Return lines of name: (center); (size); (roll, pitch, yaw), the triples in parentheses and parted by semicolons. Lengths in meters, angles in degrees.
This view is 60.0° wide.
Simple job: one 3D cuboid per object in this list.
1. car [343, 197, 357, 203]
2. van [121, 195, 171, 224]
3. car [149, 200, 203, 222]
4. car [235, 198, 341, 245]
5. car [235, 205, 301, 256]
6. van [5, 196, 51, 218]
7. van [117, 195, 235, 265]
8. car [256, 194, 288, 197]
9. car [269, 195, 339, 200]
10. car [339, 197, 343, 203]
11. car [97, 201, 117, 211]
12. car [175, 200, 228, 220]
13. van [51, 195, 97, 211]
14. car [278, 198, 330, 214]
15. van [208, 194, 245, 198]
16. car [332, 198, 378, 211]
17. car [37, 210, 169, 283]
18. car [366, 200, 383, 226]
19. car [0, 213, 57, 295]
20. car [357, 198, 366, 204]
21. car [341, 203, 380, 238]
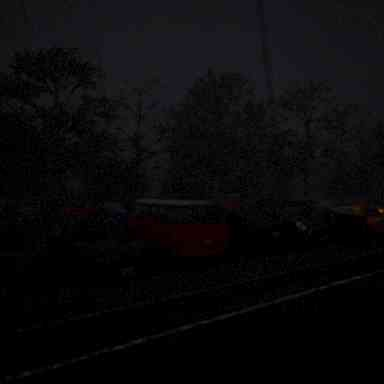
car: (16.647, 1.535, 39.976); (2.163, 1.488, 4.792); (0, 0, -35)
van: (-3.616, 1.217, 25.493); (1.878, 1.987, 4.442); (0, 0, -36)
car: (-1.451, 1.466, 27.199); (2.163, 1.488, 4.792); (0, 0, -35)
car: (3.812, 1.319, 14.897); (2.185, 1.767, 4.553); (0, 0, -35)
car: (1.552, 1.485, 13.290); (2.163, 1.488, 4.792); (0, 0, -35)
van: (-10.400, 1.253, 20.666); (1.878, 1.987, 4.442); (0, 0, -35)
van: (-0.763, 1.242, 11.753); (1.878, 1.987, 4.442); (0, 0, -35)
car: (7.580, 1.210, 33.610); (2.435, 2.045, 5.566); (0, 0, -35)
car: (7.820, 1.313, 23.149); (4.553, 1.767, 2.097); (0, 0, -35)
car: (14.372, 1.535, 38.394); (2.002, 1.452, 4.674); (0, 0, -35)
car: (-5.952, 1.453, 23.973); (2.097, 1.535, 5.008); (0, 0, -35)
car: (0.701, 1.465, 28.727); (2.163, 1.488, 4.792); (0, 0, -35)
van: (-8.276, 1.240, 22.460); (1.878, 1.987, 4.442); (0, 0, -35)
car: (12.220, 1.480, 36.642); (1.946, 1.575, 5.366); (0, 0, -35)
van: (2.911, 1.215, 30.403); (1.878, 1.987, 4.442); (0, 0, -35)
car: (21.049, 1.527, 43.132); (2.097, 1.535, 5.008); (0, 0, -35)
car: (-2.942, 1.511, 10.028); (2.163, 1.488, 4.792); (0, 0, -35)
car: (15.249, 1.460, 22.752); (1.946, 1.575, 5.366); (0, 0, -35)
car: (-5.205, 1.524, 8.421); (2.163, 1.488, 4.792); (0, 0, -35)
car: (18.769, 1.391, 41.558); (2.185, 1.767, 4.553); (0, 0, -35)
car: (6.100, 1.439, 16.476); (2.231, 1.521, 4.892); (0, 0, -35)
